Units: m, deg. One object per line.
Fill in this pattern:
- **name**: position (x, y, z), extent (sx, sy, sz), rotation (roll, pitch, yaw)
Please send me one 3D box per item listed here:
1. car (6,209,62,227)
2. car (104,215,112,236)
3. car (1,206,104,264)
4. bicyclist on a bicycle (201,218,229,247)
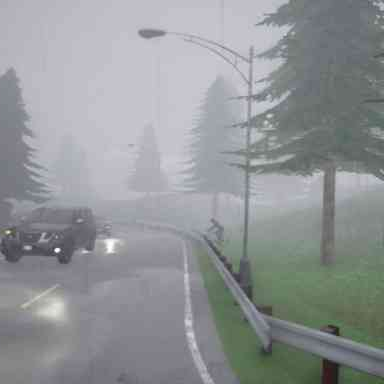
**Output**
- **car**: position (-14.421, 2.351, 30.522), extent (4.181, 1.385, 1.994), rotation (2, -3, 9)
- **car**: position (-6.942, 2.282, 23.803), extent (1.837, 1.490, 4.892), rotation (3, -3, -22)
- **car**: position (-5.573, 1.620, 13.875), extent (2.150, 2.045, 5.566), rotation (2, -2, -2)
- **bicyclist on a bicycle**: position (1.319, 2.346, 19.165), extent (1.656, 1.620, 0.582), rotation (1, -1, -1)
